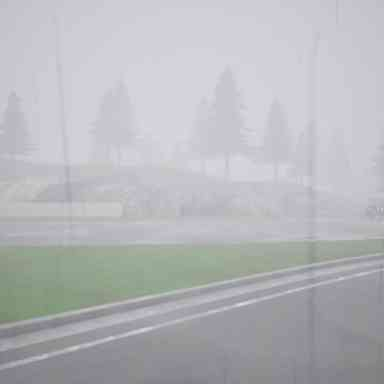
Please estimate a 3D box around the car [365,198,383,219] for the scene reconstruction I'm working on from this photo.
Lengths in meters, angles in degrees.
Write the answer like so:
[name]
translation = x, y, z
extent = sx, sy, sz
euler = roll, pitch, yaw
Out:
[car]
translation = 18.563, 1.454, 30.505
extent = 5.566, 2.045, 2.150
euler = 1, 0, -23
